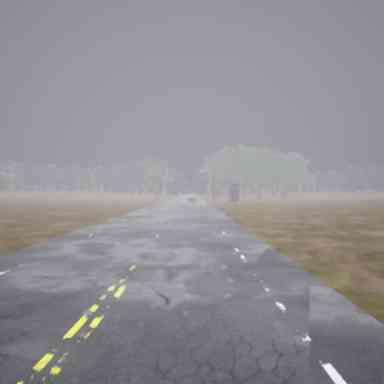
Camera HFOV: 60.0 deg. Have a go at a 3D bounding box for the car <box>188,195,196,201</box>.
[{"bbox_3d":[-0.012,1.384,82.939,2.033,1.411,5.357,0,0,0],"label":"car"}]

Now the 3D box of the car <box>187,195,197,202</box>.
[{"bbox_3d":[-0.010,1.501,72.919,1.812,1.442,4.674,0,0,0],"label":"car"}]
